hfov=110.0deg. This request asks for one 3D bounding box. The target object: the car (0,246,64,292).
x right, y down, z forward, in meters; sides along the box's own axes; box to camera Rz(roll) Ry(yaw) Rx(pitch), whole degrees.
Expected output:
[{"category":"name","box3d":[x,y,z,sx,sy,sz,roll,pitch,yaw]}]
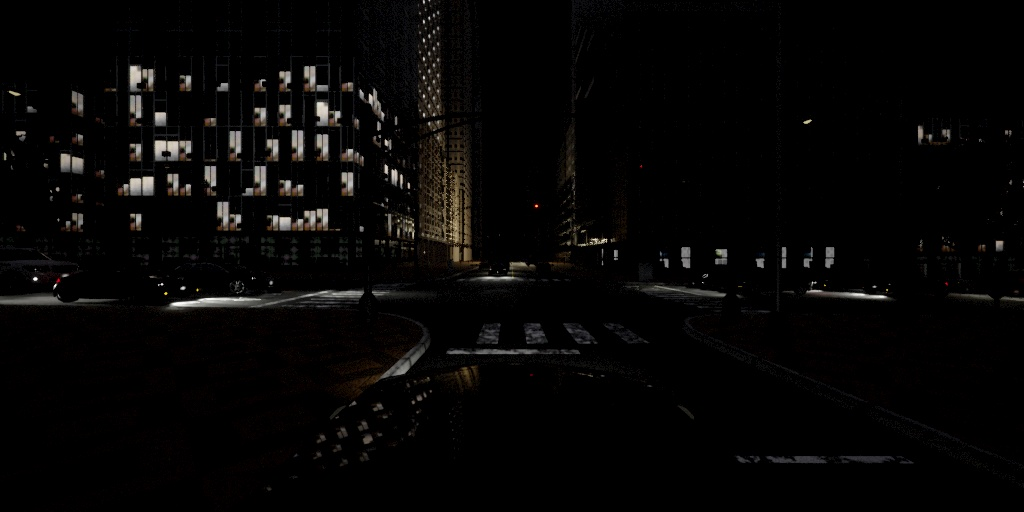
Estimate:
[{"category":"car","box3d":[-24.086,0.553,17.005,5.566,2.045,2.150,1,0,-2]}]

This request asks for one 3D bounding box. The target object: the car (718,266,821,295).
[{"category":"car","box3d":[15.856,1.564,22.211,4.892,1.490,1.837,1,0,-4]}]

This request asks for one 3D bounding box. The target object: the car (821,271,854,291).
[{"category":"car","box3d":[23.686,1.763,25.810,4.181,1.385,1.994,1,0,-5]}]

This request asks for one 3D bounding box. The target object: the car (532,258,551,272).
[{"category":"car","box3d":[4.053,1.329,46.644,1.948,1.339,4.313,0,0,0]}]

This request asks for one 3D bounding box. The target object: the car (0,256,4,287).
[{"category":"car","box3d":[-23.691,0.832,13.773,4.902,1.511,2.128,1,0,-3]}]

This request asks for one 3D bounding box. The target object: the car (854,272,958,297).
[{"category":"car","box3d":[24.723,1.782,22.588,4.181,1.385,1.994,1,0,-3]}]

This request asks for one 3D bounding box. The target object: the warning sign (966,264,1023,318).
[{"category":"warning sign","box3d":[17.306,1.204,12.804,1.060,1.860,1.300,0,0,-2]}]

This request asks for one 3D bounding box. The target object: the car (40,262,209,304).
[{"category":"car","box3d":[-15.044,1.063,14.147,4.181,1.385,1.994,1,0,-2]}]

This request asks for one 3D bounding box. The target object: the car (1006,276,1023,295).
[{"category":"car","box3d":[34.486,1.745,23.005,4.553,1.767,2.097,1,0,-2]}]

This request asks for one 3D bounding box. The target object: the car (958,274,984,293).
[{"category":"car","box3d":[33.780,1.980,26.229,4.718,1.301,1.895,1,0,-3]}]

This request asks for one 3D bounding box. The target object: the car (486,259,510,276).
[{"category":"car","box3d":[-1.397,1.293,37.224,1.812,1.442,4.674,0,0,0]}]

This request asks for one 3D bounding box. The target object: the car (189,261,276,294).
[{"category":"car","box3d":[-14.246,1.004,17.443,4.902,1.511,2.128,1,0,-3]}]

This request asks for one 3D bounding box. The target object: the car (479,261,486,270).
[{"category":"car","box3d":[-3.885,1.342,52.159,1.802,1.307,4.207,0,0,0]}]

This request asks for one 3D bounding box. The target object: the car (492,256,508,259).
[{"category":"car","box3d":[-1.412,0.983,47.948,2.150,2.045,5.566,0,0,0]}]

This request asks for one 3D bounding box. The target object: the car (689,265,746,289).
[{"category":"car","box3d":[15.064,1.396,25.418,4.553,1.767,2.097,1,0,-3]}]
